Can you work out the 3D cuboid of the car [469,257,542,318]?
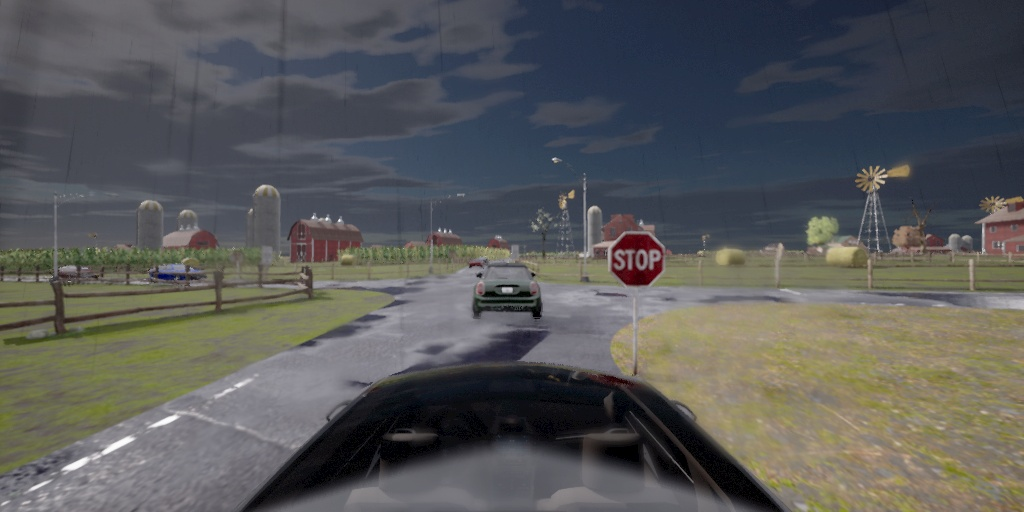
[{"bbox_3d":[-0.204,1.013,12.659,2.097,1.767,4.553,0,0,-2],"label":"car"}]

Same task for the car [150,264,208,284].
[{"bbox_3d":[-26.786,1.387,28.866,5.008,1.535,1.882,-1,0,21],"label":"car"}]

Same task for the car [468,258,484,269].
[{"bbox_3d":[-4.761,1.006,48.021,1.895,1.301,4.718,0,0,-2],"label":"car"}]

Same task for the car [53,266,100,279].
[{"bbox_3d":[-42.331,1.648,34.842,4.674,1.442,1.812,-1,0,21],"label":"car"}]

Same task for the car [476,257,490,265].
[{"bbox_3d":[-5.205,0.847,64.583,2.033,1.411,5.357,0,0,0],"label":"car"}]
